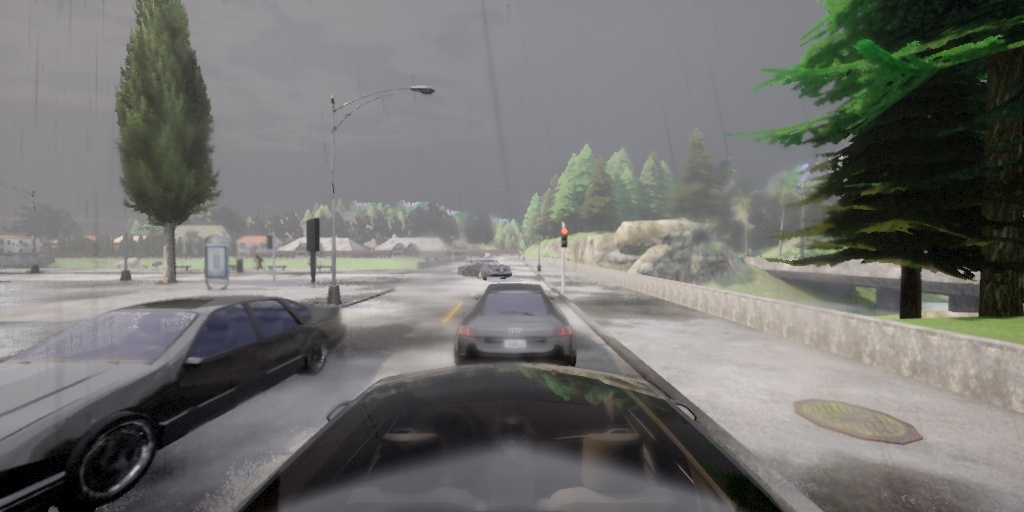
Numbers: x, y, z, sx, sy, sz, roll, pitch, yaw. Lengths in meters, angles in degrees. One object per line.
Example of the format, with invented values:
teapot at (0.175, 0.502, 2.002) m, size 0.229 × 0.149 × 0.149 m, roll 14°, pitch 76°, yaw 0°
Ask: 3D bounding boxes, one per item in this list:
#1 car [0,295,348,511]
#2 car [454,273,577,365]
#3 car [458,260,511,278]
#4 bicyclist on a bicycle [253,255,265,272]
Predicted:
car at (-4.084, 1.261, 4.574) m, size 2.033 × 1.411 × 5.357 m, roll 0°, pitch 1°, yaw 0°
car at (0.063, 1.242, 7.314) m, size 1.994 × 1.385 × 4.181 m, roll 0°, pitch 1°, yaw 0°
car at (-2.100, 0.982, 26.247) m, size 2.033 × 1.411 × 5.357 m, roll 0°, pitch 1°, yaw -33°
bicyclist on a bicycle at (-24.104, 0.683, 34.130) m, size 0.582 × 1.620 × 1.656 m, roll 0°, pitch 1°, yaw 0°
